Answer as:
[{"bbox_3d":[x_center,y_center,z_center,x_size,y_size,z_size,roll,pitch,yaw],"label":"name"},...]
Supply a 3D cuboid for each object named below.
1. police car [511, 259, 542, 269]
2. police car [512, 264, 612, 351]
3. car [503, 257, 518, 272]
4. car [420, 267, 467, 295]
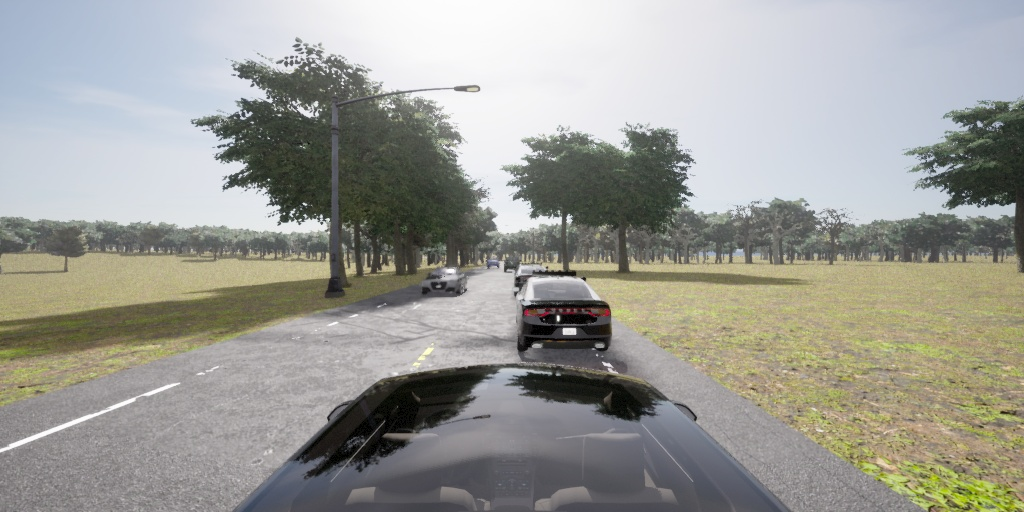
[{"bbox_3d":[1.045,1.173,19.128,1.930,1.638,5.238,0,0,0],"label":"police car"},{"bbox_3d":[1.048,1.173,9.126,1.930,1.638,5.238,0,0,0],"label":"police car"},{"bbox_3d":[0.018,1.106,48.488,2.150,2.045,5.566,0,-1,0],"label":"car"},{"bbox_3d":[-3.605,1.312,19.620,1.994,1.385,4.181,0,0,0],"label":"car"}]
